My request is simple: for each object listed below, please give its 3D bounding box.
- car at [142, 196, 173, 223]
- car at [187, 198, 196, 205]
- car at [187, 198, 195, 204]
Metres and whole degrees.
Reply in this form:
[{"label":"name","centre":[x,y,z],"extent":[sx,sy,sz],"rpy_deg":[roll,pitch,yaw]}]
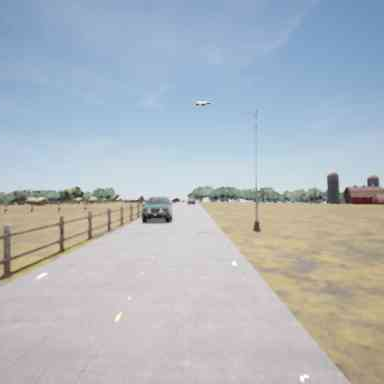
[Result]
[{"label":"car","centre":[-2.796,1.389,27.819],"extent":[2.150,2.045,5.566],"rpy_deg":[0,-1,0]},{"label":"car","centre":[-0.124,2.162,75.748],"extent":[2.128,1.511,4.902],"rpy_deg":[0,-1,0]},{"label":"car","centre":[-0.141,2.273,85.791],"extent":[1.994,1.385,4.181],"rpy_deg":[0,-1,0]}]
